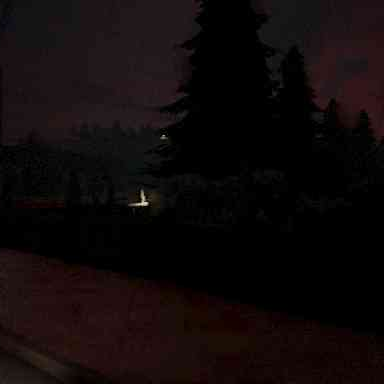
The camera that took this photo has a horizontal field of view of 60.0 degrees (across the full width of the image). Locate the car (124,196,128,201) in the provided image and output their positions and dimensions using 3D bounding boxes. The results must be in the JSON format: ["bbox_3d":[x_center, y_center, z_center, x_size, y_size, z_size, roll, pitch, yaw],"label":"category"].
[{"bbox_3d":[-13.689,1.493,60.948,1.837,1.490,4.892,0,3,36],"label":"car"}]

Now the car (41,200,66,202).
[{"bbox_3d":[-20.073,1.810,46.045,1.812,1.442,4.674,0,0,36],"label":"car"}]

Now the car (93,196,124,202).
[{"bbox_3d":[-14.176,1.675,54.272,2.128,1.511,4.902,0,1,36],"label":"car"}]

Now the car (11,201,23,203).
[{"bbox_3d":[-24.647,1.908,45.680,1.895,1.301,4.718,0,0,36],"label":"car"}]

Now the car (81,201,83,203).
[{"bbox_3d":[-19.511,1.814,52.828,1.812,1.442,4.674,0,0,35],"label":"car"}]
